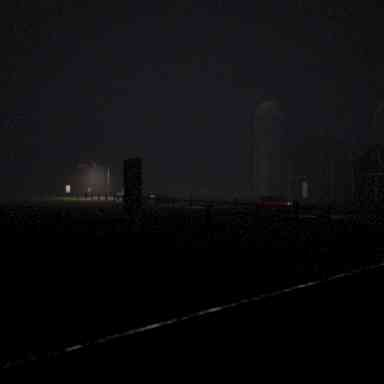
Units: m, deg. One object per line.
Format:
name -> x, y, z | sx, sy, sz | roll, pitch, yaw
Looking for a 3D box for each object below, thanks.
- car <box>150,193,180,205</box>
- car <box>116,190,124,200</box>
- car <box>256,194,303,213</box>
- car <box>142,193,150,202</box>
car -> -3.675, 1.050, 48.405 | 2.128, 1.511, 4.902 | -1, 1, -36
car -> -13.188, 0.555, 66.412 | 2.150, 2.045, 5.566 | -1, 1, -36
car -> 8.318, 1.105, 31.796 | 2.097, 1.767, 4.553 | -1, 1, -36
car -> -7.846, 0.914, 59.064 | 2.128, 1.511, 4.902 | -1, 1, -36
